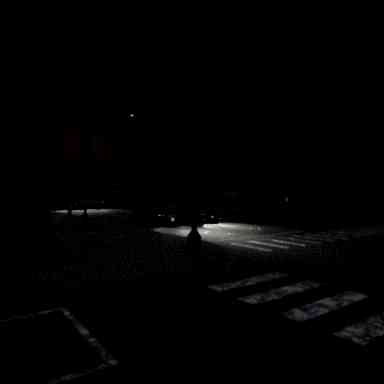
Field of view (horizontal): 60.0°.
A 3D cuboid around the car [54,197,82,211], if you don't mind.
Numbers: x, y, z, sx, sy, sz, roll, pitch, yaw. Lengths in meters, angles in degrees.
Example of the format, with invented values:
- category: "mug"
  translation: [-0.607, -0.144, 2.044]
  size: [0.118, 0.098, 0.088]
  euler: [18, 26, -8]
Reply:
- category: "car"
  translation: [-15.473, 1.439, 40.748]
  size: [1.837, 1.490, 4.892]
  euler: [0, 0, -35]

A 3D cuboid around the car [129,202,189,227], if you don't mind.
- category: "car"
  translation: [-2.632, 1.457, 22.827]
  size: [2.128, 1.511, 4.902]
  euler: [0, 0, -36]

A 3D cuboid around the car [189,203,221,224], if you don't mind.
- category: "car"
  translation: [0.247, 1.523, 24.390]
  size: [1.994, 1.385, 4.181]
  euler: [0, 0, -36]

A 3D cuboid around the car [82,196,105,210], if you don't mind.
- category: "car"
  translation: [-12.842, 1.278, 42.655]
  size: [2.097, 1.767, 4.553]
  euler: [0, 0, -35]
